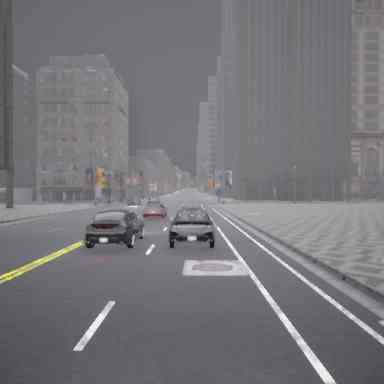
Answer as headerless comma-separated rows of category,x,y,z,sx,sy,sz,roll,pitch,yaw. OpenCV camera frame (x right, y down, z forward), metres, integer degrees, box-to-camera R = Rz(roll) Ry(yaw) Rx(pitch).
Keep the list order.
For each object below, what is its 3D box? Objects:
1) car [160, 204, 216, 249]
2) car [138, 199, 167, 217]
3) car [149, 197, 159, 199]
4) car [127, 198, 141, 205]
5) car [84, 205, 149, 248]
car,0.000,1.500,14.654,2.128,1.511,4.902,0,0,0
car,-3.249,1.607,29.657,1.994,1.385,4.181,0,0,0
car,-6.500,1.621,56.661,1.882,1.535,5.008,0,0,0
car,-9.750,1.710,56.661,1.994,1.385,4.181,0,0,0
car,-3.250,1.522,14.654,1.837,1.490,4.892,0,0,0
